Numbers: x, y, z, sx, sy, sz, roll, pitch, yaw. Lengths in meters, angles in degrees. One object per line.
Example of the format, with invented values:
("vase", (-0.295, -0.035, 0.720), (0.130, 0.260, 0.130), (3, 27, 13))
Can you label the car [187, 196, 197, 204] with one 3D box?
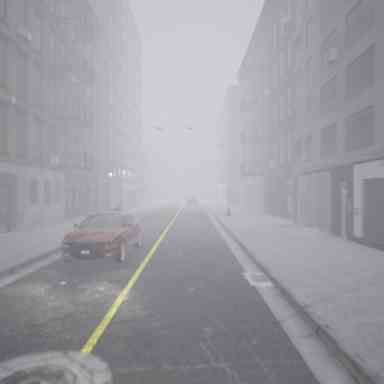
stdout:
("car", (0.012, 1.518, 64.458), (1.994, 1.385, 4.181), (0, 0, 0))

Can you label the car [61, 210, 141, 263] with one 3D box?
("car", (-3.076, 1.470, 12.145), (1.882, 1.535, 5.008), (0, 0, 1))

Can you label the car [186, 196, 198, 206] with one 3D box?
("car", (0.011, 1.527, 54.391), (1.994, 1.385, 4.181), (0, 0, 0))
